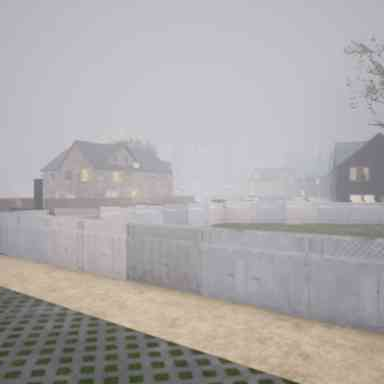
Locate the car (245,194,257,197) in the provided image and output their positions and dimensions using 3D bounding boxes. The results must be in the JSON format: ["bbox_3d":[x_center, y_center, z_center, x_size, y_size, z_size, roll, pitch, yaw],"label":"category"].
[{"bbox_3d":[10.327,1.455,58.741,2.150,2.045,5.566,1,0,3],"label":"car"}]

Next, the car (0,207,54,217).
[{"bbox_3d":[-11.477,1.689,21.772,2.033,1.411,5.357,1,1,37],"label":"car"}]

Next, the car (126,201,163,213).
[{"bbox_3d":[-4.707,1.625,30.747,2.128,1.511,4.902,1,1,37],"label":"car"}]

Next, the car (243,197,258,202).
[{"bbox_3d":[8.099,1.775,47.096,2.033,1.411,5.357,1,0,18],"label":"car"}]

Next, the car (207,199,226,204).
[{"bbox_3d":[3.229,1.671,42.792,1.837,1.490,4.892,1,0,25],"label":"car"}]
